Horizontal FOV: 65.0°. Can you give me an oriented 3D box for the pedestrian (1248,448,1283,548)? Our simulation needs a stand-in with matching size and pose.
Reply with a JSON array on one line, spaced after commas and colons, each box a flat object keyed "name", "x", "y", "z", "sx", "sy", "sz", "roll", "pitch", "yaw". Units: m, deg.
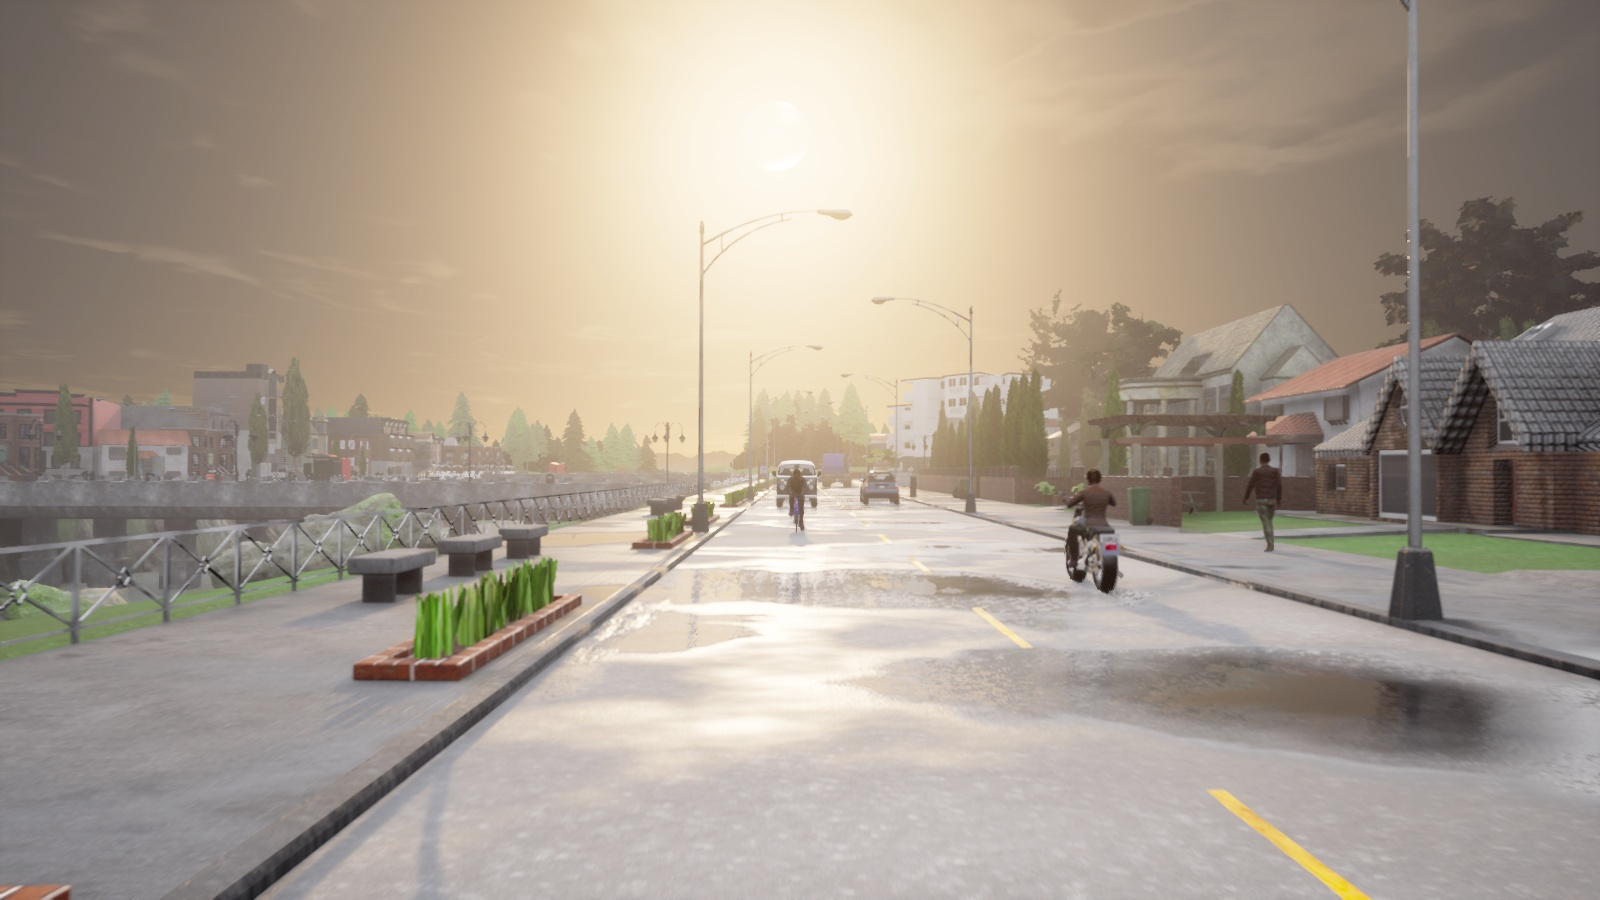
[{"name": "pedestrian", "x": 8.654, "y": 0.884, "z": 23.370, "sx": 0.431, "sy": 1.840, "sz": 0.703, "roll": 0, "pitch": -1, "yaw": 6}]

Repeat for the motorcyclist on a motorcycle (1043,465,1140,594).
[{"name": "motorcyclist on a motorcycle", "x": 3.960, "y": 1.040, "z": 17.251, "sx": 0.766, "sy": 1.649, "sz": 2.350, "roll": 0, "pitch": -1, "yaw": 0}]

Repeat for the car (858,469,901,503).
[{"name": "car", "x": 3.856, "y": 1.731, "z": 61.300, "sx": 1.851, "sy": 1.617, "sz": 3.988, "roll": 0, "pitch": -1, "yaw": 0}]

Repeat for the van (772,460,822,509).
[{"name": "van", "x": -0.129, "y": 1.457, "z": 54.462, "sx": 2.069, "sy": 2.038, "sz": 4.480, "roll": 0, "pitch": -1, "yaw": 0}]
